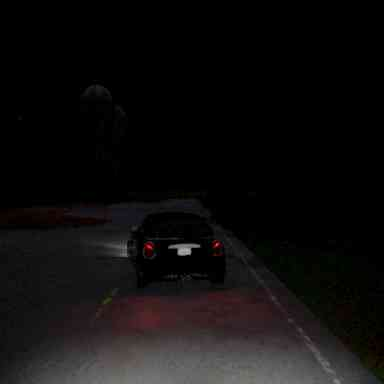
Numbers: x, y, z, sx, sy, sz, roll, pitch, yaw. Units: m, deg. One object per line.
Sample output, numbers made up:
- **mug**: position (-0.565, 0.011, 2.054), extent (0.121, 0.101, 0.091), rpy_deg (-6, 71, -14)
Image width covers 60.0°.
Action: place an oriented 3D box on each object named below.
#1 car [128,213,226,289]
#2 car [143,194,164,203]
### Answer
- **car**: position (-0.638, 1.361, 9.500), extent (2.097, 1.767, 4.553), rpy_deg (0, 0, -13)
- **car**: position (-9.057, 1.797, 75.679), extent (4.181, 1.381, 1.994), rpy_deg (0, 0, -1)
